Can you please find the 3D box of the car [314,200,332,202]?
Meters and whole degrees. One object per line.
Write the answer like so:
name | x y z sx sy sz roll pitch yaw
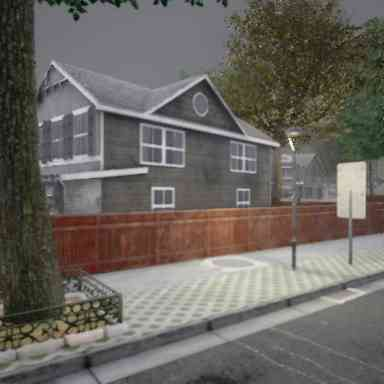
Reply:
car | 11.088 1.463 27.181 5.008 1.535 1.882 1 0 43

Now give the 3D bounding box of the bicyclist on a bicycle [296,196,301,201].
bicyclist on a bicycle | 11.226 1.257 35.041 0.582 1.620 1.656 1 1 43
